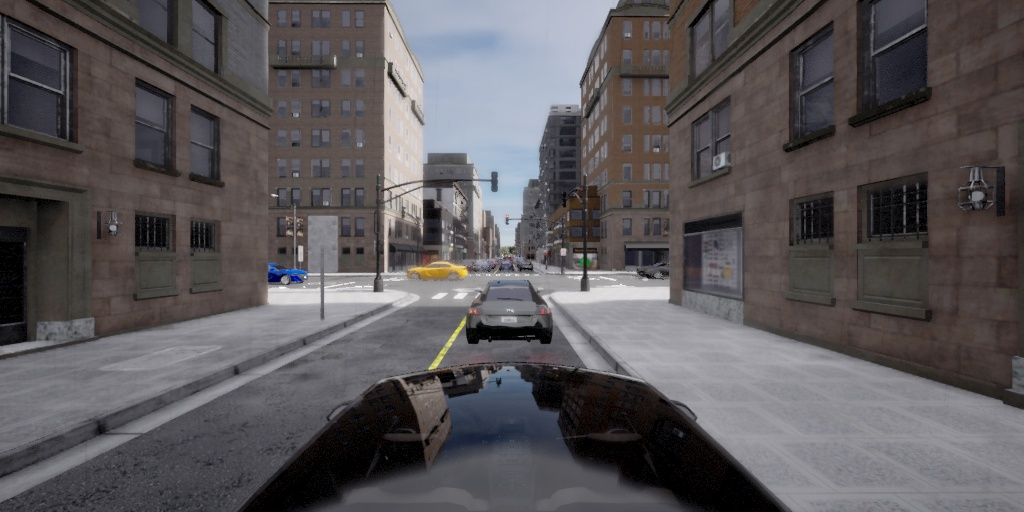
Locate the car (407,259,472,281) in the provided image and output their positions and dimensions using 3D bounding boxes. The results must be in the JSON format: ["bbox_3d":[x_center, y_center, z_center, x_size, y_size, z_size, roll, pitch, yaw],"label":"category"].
[{"bbox_3d":[-6.171,1.244,29.767,5.008,1.535,1.882,0,0,-1],"label":"car"}]

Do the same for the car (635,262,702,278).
[{"bbox_3d":[14.471,1.242,33.289,5.357,1.411,2.033,0,0,-1],"label":"car"}]

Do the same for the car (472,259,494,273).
[{"bbox_3d":[-3.560,1.309,44.633,1.812,1.442,4.674,0,0,1],"label":"car"}]

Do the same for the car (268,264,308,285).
[{"bbox_3d":[-17.575,1.288,26.167,5.008,1.535,1.882,0,0,1],"label":"car"}]

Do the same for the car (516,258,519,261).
[{"bbox_3d":[1.830,1.391,59.671,1.802,1.307,4.207,0,0,0],"label":"car"}]

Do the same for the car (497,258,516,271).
[{"bbox_3d":[-0.709,1.316,48.820,1.812,1.442,4.674,0,0,0],"label":"car"}]

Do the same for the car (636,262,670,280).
[{"bbox_3d":[13.309,1.197,30.021,4.892,1.490,1.837,-1,0,-1],"label":"car"}]

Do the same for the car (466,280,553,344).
[{"bbox_3d":[-0.067,1.314,9.578,1.994,1.385,4.181,0,0,0],"label":"car"}]

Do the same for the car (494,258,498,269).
[{"bbox_3d":[-3.608,1.347,54.313,2.033,1.411,5.357,0,0,0],"label":"car"}]

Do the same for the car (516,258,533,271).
[{"bbox_3d":[1.916,1.356,48.649,1.948,1.339,4.313,0,0,0],"label":"car"}]

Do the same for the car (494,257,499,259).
[{"bbox_3d":[-3.653,1.296,64.265,1.882,1.535,5.008,0,0,0],"label":"car"}]
